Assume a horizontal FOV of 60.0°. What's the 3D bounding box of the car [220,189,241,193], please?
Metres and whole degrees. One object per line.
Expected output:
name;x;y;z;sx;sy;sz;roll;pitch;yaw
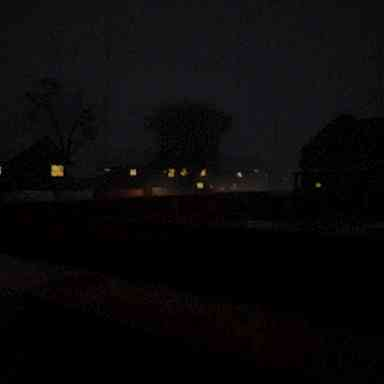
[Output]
car;5.394;0.293;47.546;2.128;1.511;4.902;2;2;38
